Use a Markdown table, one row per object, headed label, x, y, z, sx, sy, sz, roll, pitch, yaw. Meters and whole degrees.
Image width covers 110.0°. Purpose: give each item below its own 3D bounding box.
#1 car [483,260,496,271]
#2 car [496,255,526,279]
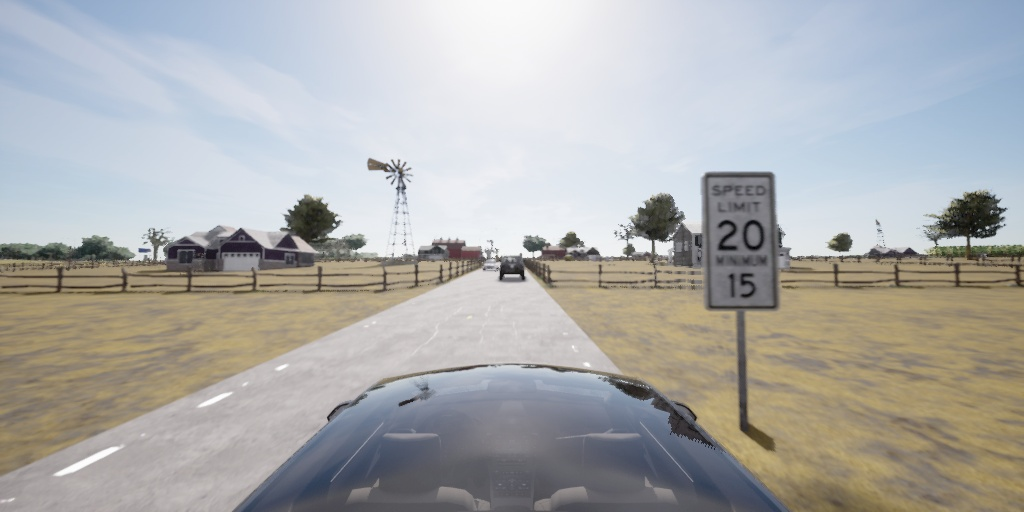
| label | x | y | z | sx | sy | sz | roll | pitch | yaw |
| --- | --- | --- | --- | --- | --- | --- | --- | --- | --- |
| car | -2.738 | 1.239 | 46.940 | 1.812 | 1.442 | 4.674 | 0 | 0 | 0 |
| car | 0.013 | 0.936 | 31.585 | 2.150 | 2.045 | 5.566 | 0 | 0 | 0 |
